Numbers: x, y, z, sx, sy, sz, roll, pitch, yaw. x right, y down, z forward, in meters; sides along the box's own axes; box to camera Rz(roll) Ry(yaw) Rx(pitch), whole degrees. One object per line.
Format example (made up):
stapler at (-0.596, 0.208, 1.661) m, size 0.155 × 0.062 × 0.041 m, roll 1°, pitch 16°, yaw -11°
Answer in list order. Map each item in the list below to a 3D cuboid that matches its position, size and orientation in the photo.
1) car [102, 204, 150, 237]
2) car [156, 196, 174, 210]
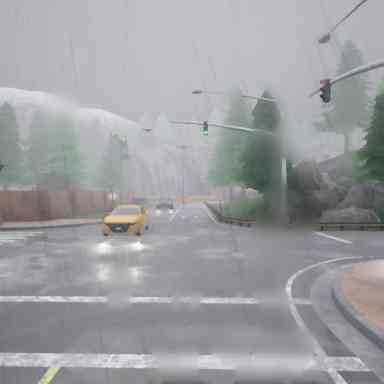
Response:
car at (-3.495, 1.475, 18.351) m, size 1.882 × 1.535 × 5.008 m, roll 0°, pitch 0°, yaw 0°
car at (-3.494, 1.349, 43.268) m, size 2.097 × 1.767 × 4.553 m, roll 0°, pitch 0°, yaw 0°
